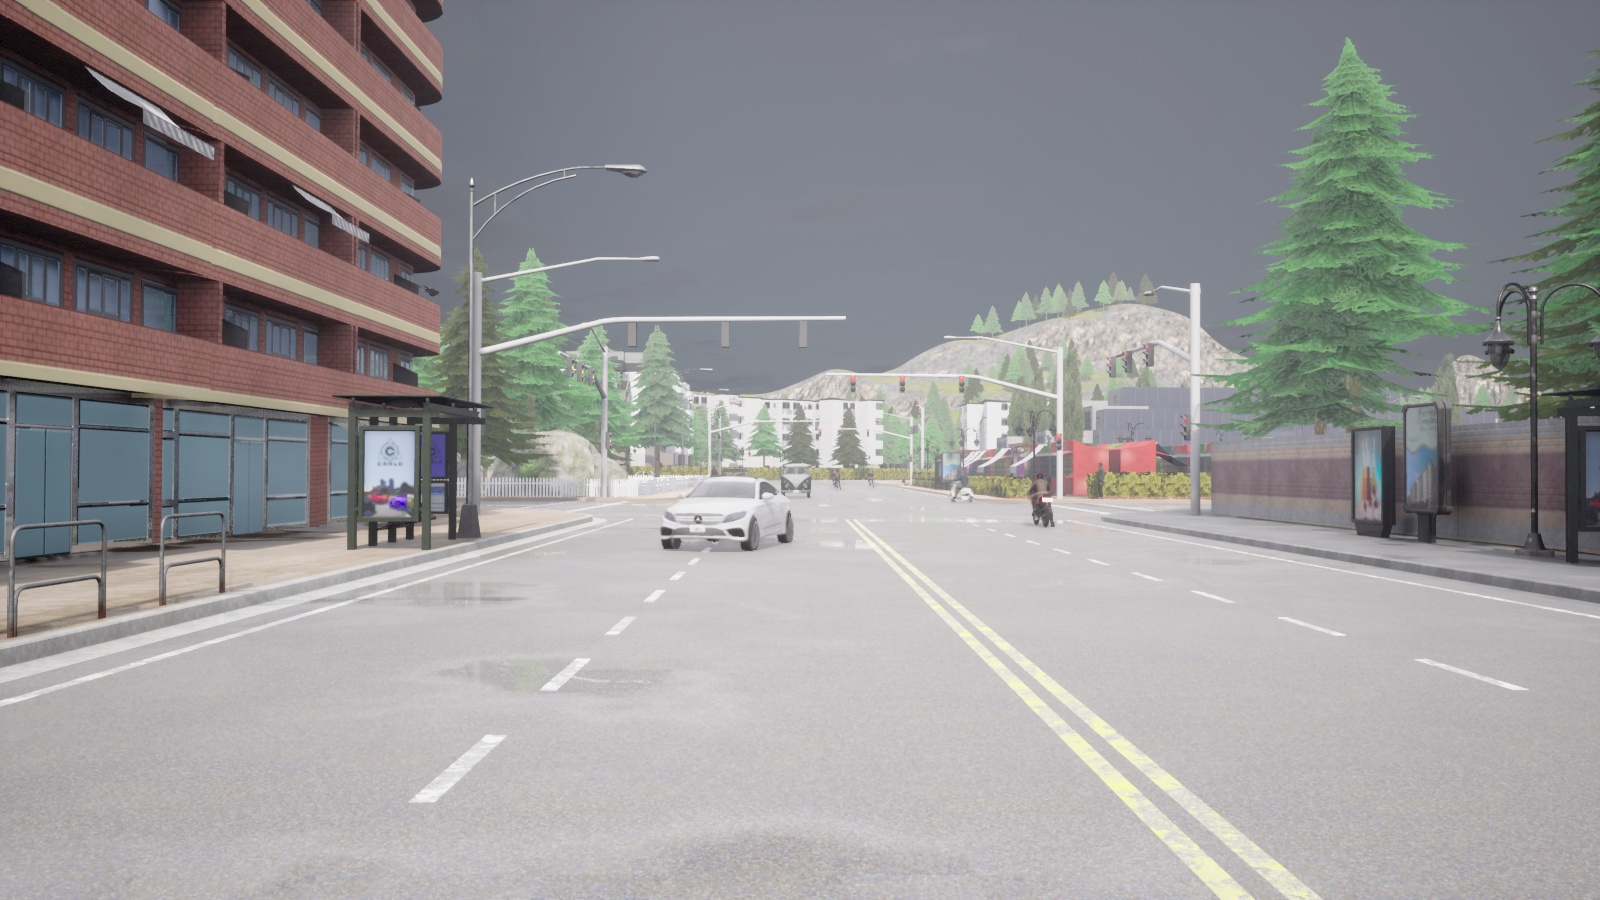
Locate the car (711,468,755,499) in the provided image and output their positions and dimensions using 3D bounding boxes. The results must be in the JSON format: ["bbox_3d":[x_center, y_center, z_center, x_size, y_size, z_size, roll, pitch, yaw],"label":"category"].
[{"bbox_3d":[-3.693,1.844,69.900,2.242,1.667,4.611,0,-1,0],"label":"car"}]

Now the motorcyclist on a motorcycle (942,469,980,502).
[{"bbox_3d":[8.021,1.770,62.620,0.866,1.590,1.817,4,-4,-32],"label":"motorcyclist on a motorcycle"}]

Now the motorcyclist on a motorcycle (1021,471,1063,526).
[{"bbox_3d":[6.901,1.371,35.922,0.797,1.523,2.044,0,-1,0],"label":"motorcyclist on a motorcycle"}]

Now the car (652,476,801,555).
[{"bbox_3d":[-1.396,1.281,25.982,1.812,1.442,4.674,0,-1,13],"label":"car"}]

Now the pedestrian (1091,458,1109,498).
[{"bbox_3d":[14.962,1.401,62.560,0.788,1.949,0.423,0,-1,2],"label":"pedestrian"}]

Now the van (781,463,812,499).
[{"bbox_3d":[-0.201,1.800,73.544,1.775,1.987,4.442,0,-1,0],"label":"van"}]
